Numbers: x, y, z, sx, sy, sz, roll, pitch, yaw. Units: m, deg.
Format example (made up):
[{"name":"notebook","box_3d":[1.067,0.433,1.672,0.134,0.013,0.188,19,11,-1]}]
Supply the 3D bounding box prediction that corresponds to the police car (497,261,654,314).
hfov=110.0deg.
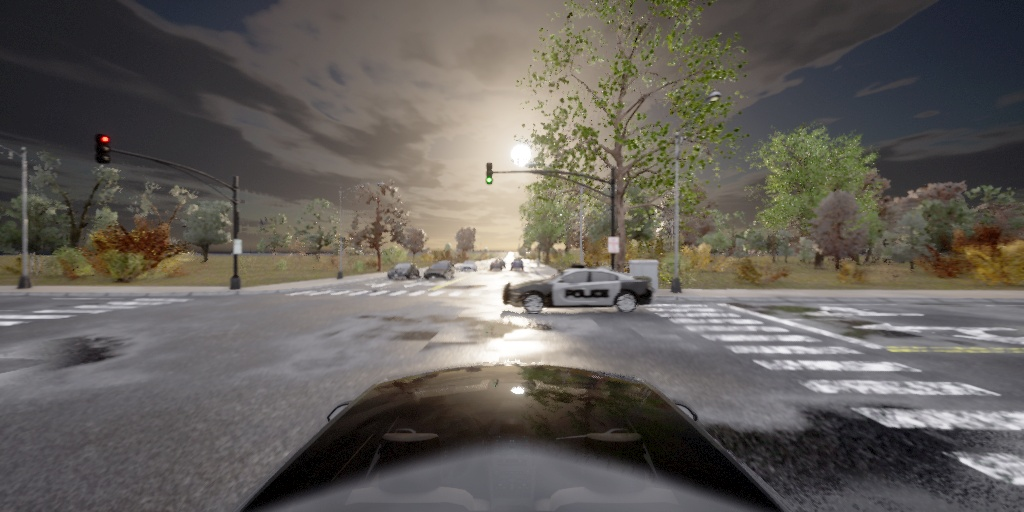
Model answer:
[{"name":"police car","box_3d":[2.278,1.101,12.800,5.238,1.638,1.930,-1,0,4]}]

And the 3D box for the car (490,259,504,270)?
[{"name":"car","box_3d":[-2.401,1.396,55.737,2.128,1.511,4.902,0,0,1]}]

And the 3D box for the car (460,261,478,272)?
[{"name":"car","box_3d":[-5.855,1.403,49.223,1.812,1.442,4.674,0,0,2]}]

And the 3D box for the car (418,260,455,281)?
[{"name":"car","box_3d":[-6.272,1.351,31.533,2.033,1.411,5.357,0,0,1]}]

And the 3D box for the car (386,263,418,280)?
[{"name":"car","box_3d":[-9.510,1.328,31.898,1.812,1.442,4.674,0,0,1]}]

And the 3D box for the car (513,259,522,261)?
[{"name":"car","box_3d":[0.847,1.258,55.636,2.097,1.767,4.553,0,0,1]}]
